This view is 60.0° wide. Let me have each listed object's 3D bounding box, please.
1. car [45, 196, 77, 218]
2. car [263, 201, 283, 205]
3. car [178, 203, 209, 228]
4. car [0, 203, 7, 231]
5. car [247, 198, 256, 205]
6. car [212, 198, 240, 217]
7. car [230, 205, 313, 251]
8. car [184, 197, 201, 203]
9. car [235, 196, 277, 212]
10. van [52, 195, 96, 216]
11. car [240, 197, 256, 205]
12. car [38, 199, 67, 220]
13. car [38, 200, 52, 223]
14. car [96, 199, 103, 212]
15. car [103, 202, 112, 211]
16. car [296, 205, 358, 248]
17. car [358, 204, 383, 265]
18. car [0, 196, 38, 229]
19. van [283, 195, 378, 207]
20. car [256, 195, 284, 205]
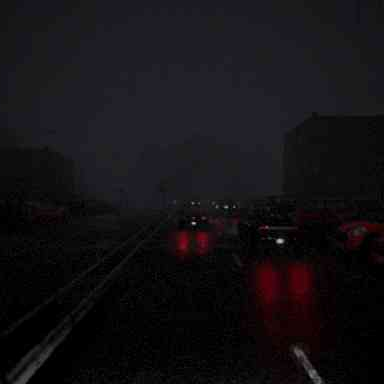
[{"bbox_3d":[-12.560,1.409,27.960,4.553,1.767,2.185,0,0,0],"label":"car"},{"bbox_3d":[7.450,1.507,20.593,5.366,1.575,1.946,0,0,0],"label":"car"},{"bbox_3d":[0.097,1.635,22.551,1.895,1.301,4.718,0,0,0],"label":"car"},{"bbox_3d":[-12.721,1.497,16.843,5.366,1.575,1.946,0,0,0],"label":"car"},{"bbox_3d":[7.639,1.531,28.864,4.892,1.521,2.231,0,0,0],"label":"car"},{"bbox_3d":[3.091,1.405,32.266,2.097,1.767,4.553,0,0,0],"label":"car"},{"bbox_3d":[3.098,1.506,14.114,2.128,1.511,4.902,0,0,0],"label":"car"},{"bbox_3d":[0.106,1.396,41.952,2.097,1.767,4.553,0,0,0],"label":"car"},{"bbox_3d":[7.599,1.403,39.902,4.553,1.767,2.185,0,0,0],"label":"car"},{"bbox_3d":[-12.410,1.320,33.396,4.442,1.987,1.878,0,0,0],"label":"van"},{"bbox_3d":[7.629,1.573,34.384,4.674,1.452,2.002,0,0,0],"label":"car"},{"bbox_3d":[-12.525,1.525,25.055,5.008,1.535,2.097,0,0,0],"label":"car"},{"bbox_3d":[-12.539,1.518,22.401,4.892,1.521,2.231,0,0,0],"label":"car"},{"bbox_3d":[-12.556,1.418,36.304,4.553,1.767,2.185,0,0,0],"label":"car"},{"bbox_3d":[-12.492,1.559,41.739,4.792,1.488,2.163,0,0,0],"label":"car"},{"bbox_3d":[7.642,1.497,15.078,5.008,1.535,2.097,0,0,0],"label":"car"},{"bbox_3d":[7.669,1.362,9.565,4.553,1.767,2.185,0,0,0],"label":"car"},{"bbox_3d":[-12.563,1.257,19.624,5.566,2.045,2.435,0,0,0],"label":"car"},{"bbox_3d":[7.519,1.277,17.836,4.442,1.987,1.878,0,0,0],"label":"van"},{"bbox_3d":[7.663,1.265,23.351,5.566,2.045,2.435,0,0,0],"label":"car"}]
